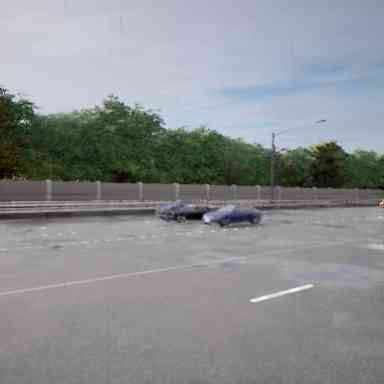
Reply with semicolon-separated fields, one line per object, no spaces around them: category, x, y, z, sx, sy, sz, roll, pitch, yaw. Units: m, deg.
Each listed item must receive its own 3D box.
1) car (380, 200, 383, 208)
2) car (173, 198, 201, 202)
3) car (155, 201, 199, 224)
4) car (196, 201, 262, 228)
car;32.396;1.741;53.932;4.553;1.767;2.097;1;0;-37
car;-0.908;1.361;28.763;4.553;1.767;2.097;0;0;-37
car;-0.065;1.617;25.009;4.718;1.301;1.895;0;0;-37
car;2.847;1.564;22.823;4.674;1.442;1.812;0;0;-37
